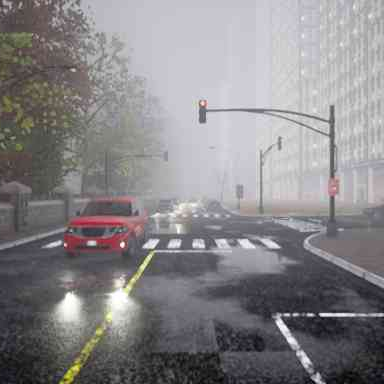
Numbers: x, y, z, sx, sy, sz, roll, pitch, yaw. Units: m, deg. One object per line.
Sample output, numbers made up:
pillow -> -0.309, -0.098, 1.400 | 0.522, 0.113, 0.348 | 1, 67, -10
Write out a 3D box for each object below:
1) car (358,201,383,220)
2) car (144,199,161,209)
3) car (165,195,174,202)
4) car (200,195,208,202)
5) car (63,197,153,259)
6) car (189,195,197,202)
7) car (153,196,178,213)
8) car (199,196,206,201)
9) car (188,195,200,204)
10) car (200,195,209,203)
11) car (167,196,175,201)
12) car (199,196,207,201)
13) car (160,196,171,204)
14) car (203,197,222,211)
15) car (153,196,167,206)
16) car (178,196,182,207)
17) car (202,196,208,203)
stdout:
car -> 14.868, 1.280, 24.775 | 4.674, 1.442, 1.812 | -1, 0, 0
car -> -5.575, 1.642, 47.245 | 1.802, 1.307, 4.206 | 0, 0, 0
car -> -5.492, 1.570, 81.039 | 1.967, 1.590, 4.097 | 0, 0, 0
car -> 2.889, 1.570, 81.018 | 1.967, 1.590, 4.097 | 0, 0, 0
car -> -3.078, 1.234, 13.078 | 2.150, 2.045, 5.566 | 0, 0, 1
car -> 0.191, 1.499, 78.885 | 1.837, 1.490, 4.892 | 0, 0, 0
car -> -3.006, 1.548, 38.282 | 1.837, 1.490, 4.892 | 0, 1, 0
car -> 2.915, 1.708, 92.283 | 2.008, 1.369, 4.403 | 0, 0, 0
car -> 0.167, 1.702, 68.914 | 1.895, 1.301, 4.718 | 0, 0, 0
car -> 2.875, 1.556, 75.387 | 1.967, 1.590, 4.097 | 0, 0, 0
car -> -5.479, 1.688, 86.671 | 1.887, 1.381, 4.507 | 0, 0, 0
car -> 2.901, 1.694, 86.651 | 2.008, 1.369, 4.403 | 0, 0, 0
car -> -5.519, 1.628, 69.605 | 1.752, 1.417, 4.829 | 0, 0, 0
car -> 2.792, 1.617, 41.592 | 1.947, 1.339, 4.313 | 0, 0, 0
car -> -5.546, 1.520, 58.510 | 1.967, 1.590, 4.097 | 0, 0, 0
car -> -2.966, 1.573, 52.270 | 1.837, 1.490, 4.892 | 0, 0, 0
car -> 2.806, 1.626, 47.225 | 1.947, 1.339, 4.313 | 0, 0, 0
